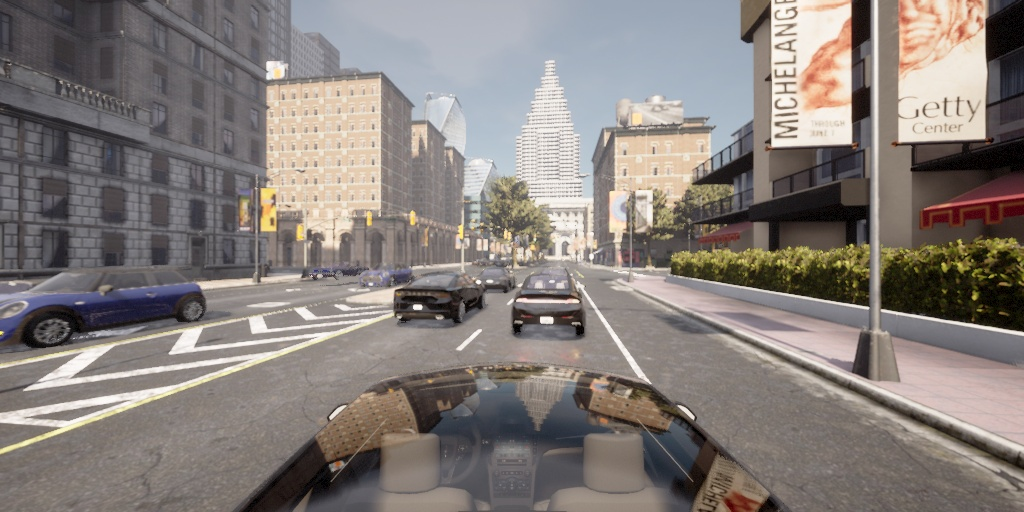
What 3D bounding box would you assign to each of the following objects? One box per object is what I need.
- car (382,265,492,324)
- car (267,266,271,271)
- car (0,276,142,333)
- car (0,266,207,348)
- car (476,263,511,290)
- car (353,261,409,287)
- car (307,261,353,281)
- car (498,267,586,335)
[{"bbox_3d":[-2.210,1.245,12.195,1.882,1.535,5.008,0,0,8],"label":"car"},{"bbox_3d":[-32.414,1.315,44.244,4.892,1.490,1.837,0,0,7],"label":"car"},{"bbox_3d":[-14.242,1.360,10.363,1.895,1.301,4.718,0,0,8],"label":"car"},{"bbox_3d":[-10.844,1.110,9.344,2.097,1.767,4.553,0,0,8],"label":"car"},{"bbox_3d":[-0.938,1.349,21.515,1.994,1.385,4.181,0,0,7],"label":"car"},{"bbox_3d":[-8.648,1.205,24.969,2.097,1.767,4.553,0,0,8],"label":"car"},{"bbox_3d":[-12.125,0.996,25.378,1.895,1.301,4.718,0,0,8],"label":"car"},{"bbox_3d":[1.124,1.258,10.608,2.128,1.511,4.902,0,0,8],"label":"car"}]
